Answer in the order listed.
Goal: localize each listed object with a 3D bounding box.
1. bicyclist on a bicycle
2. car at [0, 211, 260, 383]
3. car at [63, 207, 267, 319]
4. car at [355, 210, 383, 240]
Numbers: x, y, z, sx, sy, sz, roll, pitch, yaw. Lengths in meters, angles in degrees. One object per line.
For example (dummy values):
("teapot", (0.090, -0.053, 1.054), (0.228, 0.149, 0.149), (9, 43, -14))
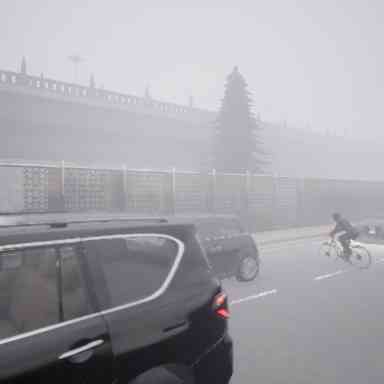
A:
("bicyclist on a bicycle", (4.521, 1.455, 10.000), (0.582, 1.620, 1.656), (0, -2, -38))
("car", (-2.135, 1.221, 2.208), (5.566, 2.045, 2.150), (0, 0, -40))
("car", (-0.481, 1.352, 8.084), (4.553, 1.767, 2.097), (0, 0, -38))
("car", (9.431, 1.563, 15.712), (4.181, 1.385, 1.994), (0, 0, -37))
